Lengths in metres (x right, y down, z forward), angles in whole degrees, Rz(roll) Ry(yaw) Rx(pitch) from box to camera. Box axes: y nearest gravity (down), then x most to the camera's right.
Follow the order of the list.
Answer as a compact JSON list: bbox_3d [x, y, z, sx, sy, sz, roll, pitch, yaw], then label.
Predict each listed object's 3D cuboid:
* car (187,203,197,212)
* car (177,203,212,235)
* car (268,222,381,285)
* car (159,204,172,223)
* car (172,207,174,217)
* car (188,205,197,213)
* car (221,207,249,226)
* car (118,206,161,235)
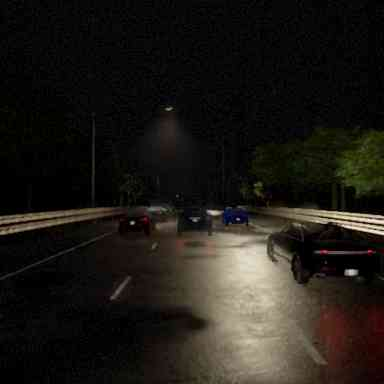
[{"bbox_3d":[-0.018,3.508,76.245,2.150,2.045,5.566,0,-3,0],"label":"car"},{"bbox_3d":[0.168,1.755,21.680,2.097,1.767,4.553,0,-2,0],"label":"car"},{"bbox_3d":[3.598,1.646,9.939,2.128,1.511,4.902,0,-1,0],"label":"car"},{"bbox_3d":[-3.507,2.201,32.863,2.128,1.511,4.902,0,-2,0],"label":"car"},{"bbox_3d":[-3.511,2.404,43.834,2.097,1.767,4.553,0,-2,0],"label":"car"},{"bbox_3d":[0.070,3.283,63.432,1.812,1.442,4.674,0,-2,0],"label":"car"},{"bbox_3d":[3.596,2.060,28.511,1.882,1.535,5.008,0,-2,0],"label":"car"},{"bbox_3d":[-3.505,1.913,21.892,2.163,1.488,4.792,0,-1,0],"label":"car"}]
